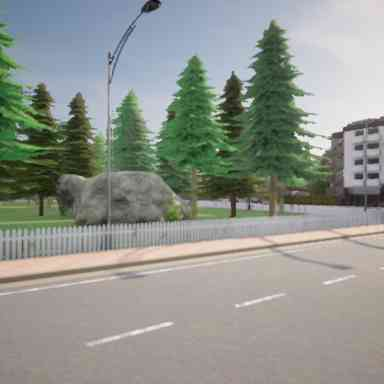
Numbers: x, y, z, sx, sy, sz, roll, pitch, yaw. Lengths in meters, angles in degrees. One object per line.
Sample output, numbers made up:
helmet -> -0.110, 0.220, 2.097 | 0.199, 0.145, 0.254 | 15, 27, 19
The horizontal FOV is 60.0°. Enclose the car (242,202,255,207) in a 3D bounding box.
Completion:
car -> 8.477, 1.870, 59.692 | 1.882, 1.535, 5.008 | 1, -1, -34

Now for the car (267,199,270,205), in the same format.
car -> 13.914, 2.058, 64.156 | 1.895, 1.301, 4.718 | 1, 0, -34

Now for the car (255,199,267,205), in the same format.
car -> 11.034, 1.931, 62.169 | 1.837, 1.490, 4.892 | 1, 0, -34

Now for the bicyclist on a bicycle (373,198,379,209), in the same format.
bicyclist on a bicycle -> 27.916, 1.790, 50.414 | 1.656, 1.620, 0.582 | 0, 0, -34

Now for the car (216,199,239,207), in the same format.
car -> 5.533, 1.885, 57.798 | 1.812, 1.442, 4.674 | 1, -1, -34
